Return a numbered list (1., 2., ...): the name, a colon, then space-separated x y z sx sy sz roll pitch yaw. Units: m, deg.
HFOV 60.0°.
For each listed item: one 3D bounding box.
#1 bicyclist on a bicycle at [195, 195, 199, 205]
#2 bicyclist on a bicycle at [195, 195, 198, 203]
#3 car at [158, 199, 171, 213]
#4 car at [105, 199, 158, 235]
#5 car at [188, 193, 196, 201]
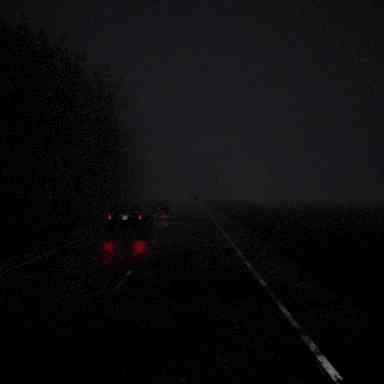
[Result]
1. bicyclist on a bicycle: 0.971 1.365 57.631 0.659 1.776 1.843 0 0 0
2. bicyclist on a bicycle: 0.971 1.447 66.180 0.582 1.620 1.656 0 0 0
3. car: -3.397 1.488 36.600 2.128 1.511 4.902 0 0 0
4. car: -3.397 1.350 18.962 2.097 1.767 4.553 0 0 0
5. car: 0.012 1.213 81.187 2.150 2.045 5.566 0 0 0
